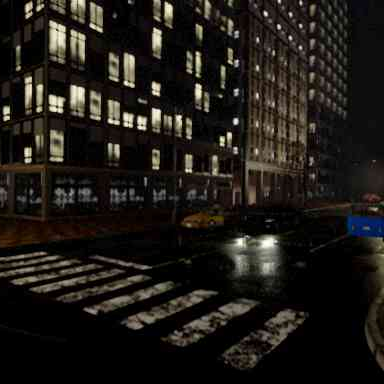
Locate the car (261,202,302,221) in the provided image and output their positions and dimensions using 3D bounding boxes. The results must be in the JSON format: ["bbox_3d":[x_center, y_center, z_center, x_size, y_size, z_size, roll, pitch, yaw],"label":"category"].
[{"bbox_3d":[7.415,1.517,27.353,1.802,1.307,4.206,1,0,38],"label":"car"}]

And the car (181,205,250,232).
[{"bbox_3d":[1.308,1.449,19.629,1.752,1.417,4.829,1,0,38],"label":"car"}]

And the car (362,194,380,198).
[{"bbox_3d":[31.168,1.306,58.218,2.192,1.841,5.009,1,0,38],"label":"car"}]

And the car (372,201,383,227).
[{"bbox_3d":[13.660,1.455,22.546,1.967,1.590,4.097,1,0,38],"label":"car"}]

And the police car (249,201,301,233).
[{"bbox_3d":[4.865,1.379,19.828,1.930,1.638,5.238,1,0,38],"label":"police car"}]

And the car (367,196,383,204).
[{"bbox_3d":[34.559,1.552,62.628,2.008,1.369,4.403,1,0,38],"label":"car"}]

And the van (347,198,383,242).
[{"bbox_3d":[8.700,1.349,15.916,1.690,1.788,3.998,1,0,38],"label":"van"}]
